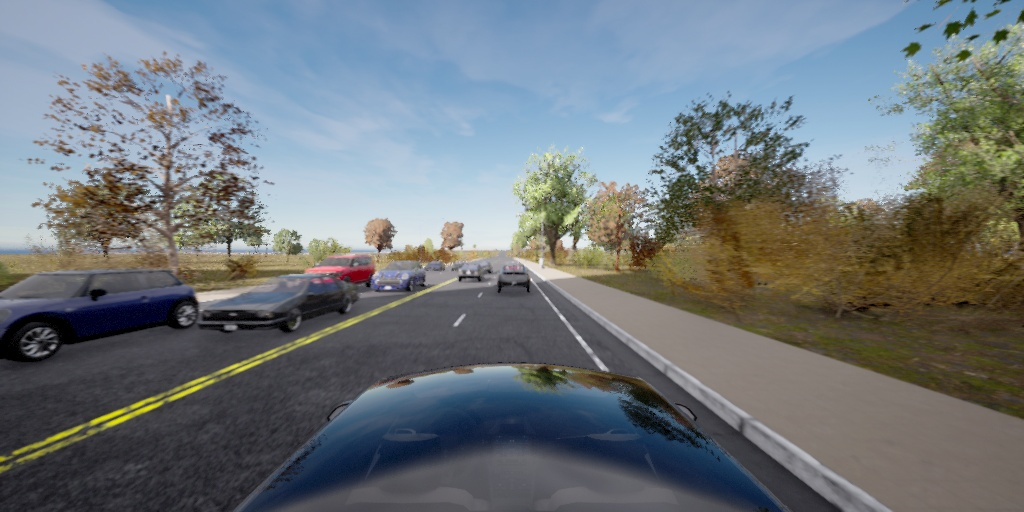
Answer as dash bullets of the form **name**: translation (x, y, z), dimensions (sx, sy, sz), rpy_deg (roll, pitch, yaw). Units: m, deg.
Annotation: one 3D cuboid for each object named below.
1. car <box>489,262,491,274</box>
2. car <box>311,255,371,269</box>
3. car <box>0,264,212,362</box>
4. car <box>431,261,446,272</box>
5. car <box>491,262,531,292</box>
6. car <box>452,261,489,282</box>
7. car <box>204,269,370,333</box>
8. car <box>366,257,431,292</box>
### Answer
- **car**: translation (-3.227, 1.275, 41.242), dimensions (2.033, 1.411, 5.357), rpy_deg (0, 0, 0)
- **car**: translation (-9.798, 0.956, 20.908), dimensions (2.150, 2.045, 5.566), rpy_deg (0, 0, 1)
- **car**: translation (-9.826, 1.091, 8.110), dimensions (2.097, 1.767, 4.553), rpy_deg (0, 0, 0)
- **car**: translation (-9.739, 1.327, 45.844), dimensions (1.994, 1.385, 4.181), rpy_deg (0, 0, 0)
- **car**: translation (0.105, 1.237, 21.388), dimensions (2.128, 1.511, 4.902), rpy_deg (0, 0, 0)
- **car**: translation (-3.243, 1.285, 29.210), dimensions (2.033, 1.411, 5.357), rpy_deg (0, 0, 0)
- **car**: translation (-6.565, 1.290, 11.049), dimensions (2.033, 1.411, 5.357), rpy_deg (0, 0, 0)
- **car**: translation (-6.549, 1.091, 21.244), dimensions (2.097, 1.767, 4.553), rpy_deg (0, 0, 0)
